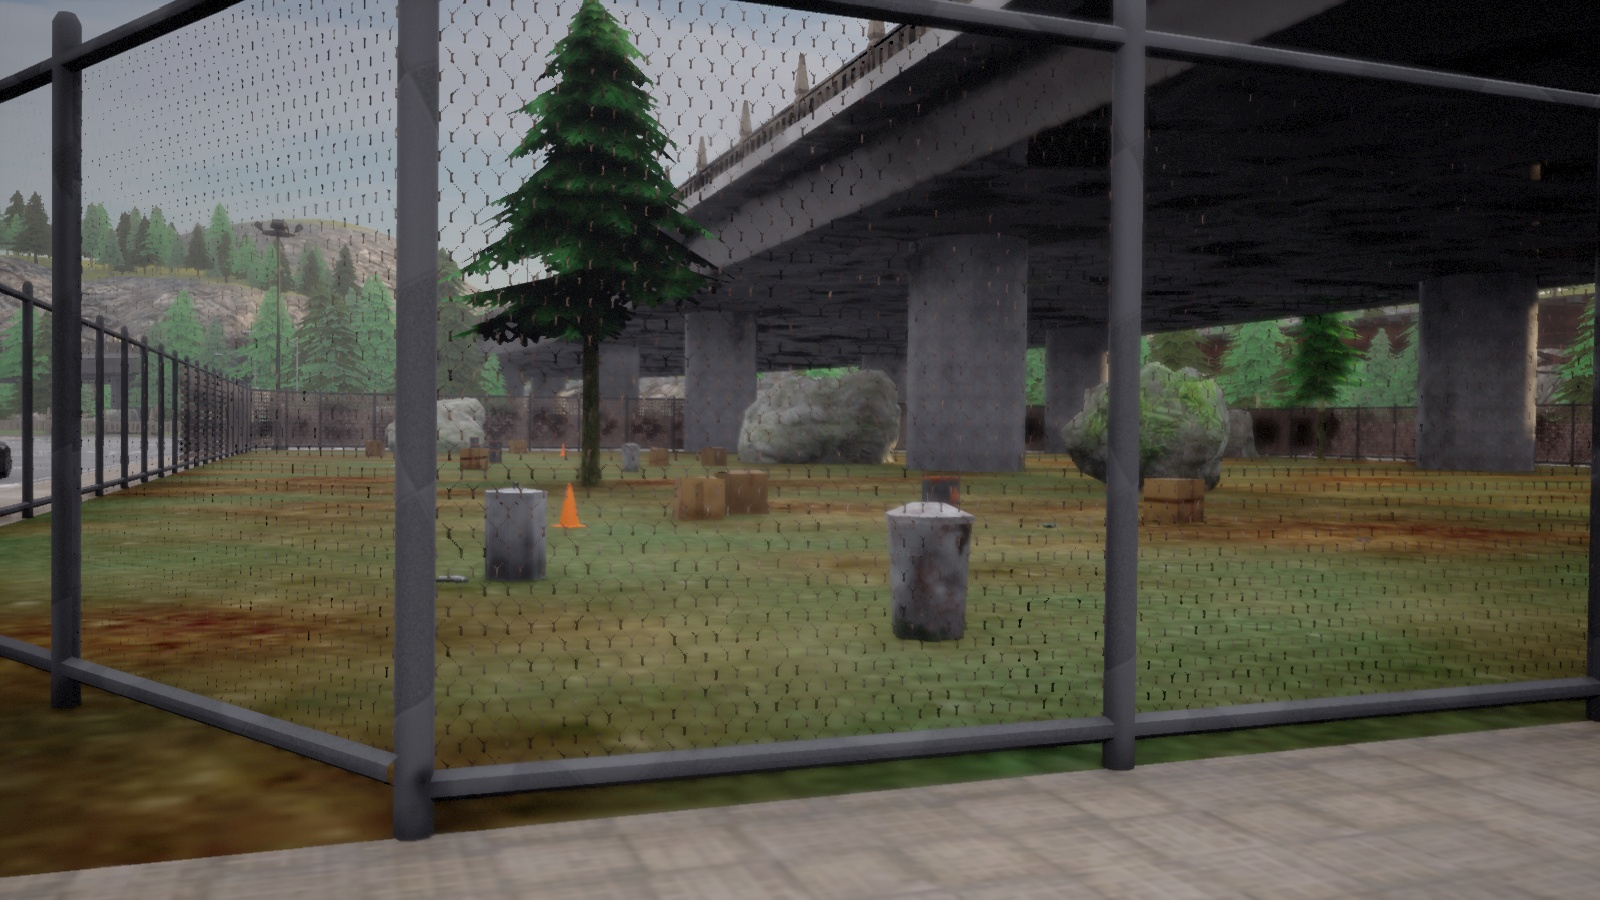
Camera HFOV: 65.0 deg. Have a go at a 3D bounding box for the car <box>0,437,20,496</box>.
[{"bbox_3d":[-20.951,0.428,31.138,1.970,1.475,3.806,-1,1,-20],"label":"car"}]
